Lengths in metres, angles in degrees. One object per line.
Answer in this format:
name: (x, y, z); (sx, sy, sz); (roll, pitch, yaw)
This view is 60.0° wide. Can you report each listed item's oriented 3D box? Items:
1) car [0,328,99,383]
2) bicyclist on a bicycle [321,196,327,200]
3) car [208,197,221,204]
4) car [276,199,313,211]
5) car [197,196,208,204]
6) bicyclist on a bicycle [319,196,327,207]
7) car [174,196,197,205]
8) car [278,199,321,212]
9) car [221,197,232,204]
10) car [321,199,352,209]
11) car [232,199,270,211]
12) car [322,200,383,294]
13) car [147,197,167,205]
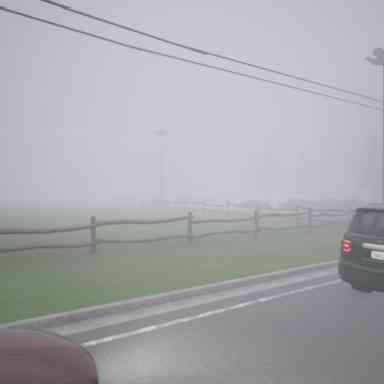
car: (-2.850, 1.518, 1.785); (4.674, 1.442, 1.812); (0, 0, -34)
bicyclist on a bicycle: (21.749, 1.556, 54.352); (1.656, 1.620, 0.582); (0, 0, -44)
car: (3.242, 1.740, 68.420); (1.812, 1.442, 4.674); (0, 0, -34)
car: (14.124, 1.701, 46.128); (1.837, 1.490, 4.892); (0, 0, -34)
car: (0.448, 1.548, 66.308); (2.097, 1.767, 4.553); (0, 0, -34)
bicyclist on a bicycle: (21.610, 1.557, 54.900); (0.582, 1.620, 1.656); (0, 0, 43)
car: (-1.606, 1.530, 63.101); (2.097, 1.767, 4.553); (0, 0, -34)
car: (12.965, 1.669, 41.597); (2.128, 1.511, 4.902); (0, 0, -34)
car: (6.837, 1.758, 69.352); (1.812, 1.442, 4.674); (0, 0, -34)
car: (18.664, 1.706, 45.667); (2.128, 1.511, 4.902); (0, 0, -34)
car: (7.828, 1.637, 42.941); (1.882, 1.535, 5.008); (0, 0, -34)
car: (5.694, 1.270, 7.676); (5.566, 2.045, 2.150); (0, 0, -34)
car: (-6.781, 1.706, 64.497); (2.033, 1.411, 5.357); (0, 0, -34)
